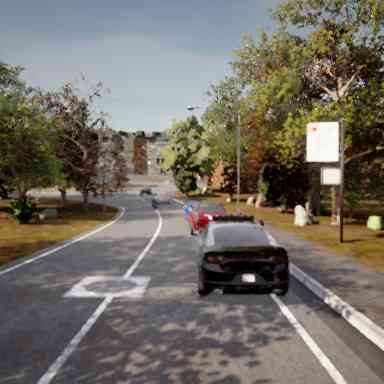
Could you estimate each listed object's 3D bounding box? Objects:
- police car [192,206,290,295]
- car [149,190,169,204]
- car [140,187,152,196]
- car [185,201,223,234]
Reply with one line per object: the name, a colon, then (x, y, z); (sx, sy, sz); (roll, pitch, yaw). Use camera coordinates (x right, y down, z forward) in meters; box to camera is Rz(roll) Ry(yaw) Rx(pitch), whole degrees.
police car: (1.063, 1.406, 8.825); (1.930, 1.638, 5.238); (0, 0, 0)
car: (-4.339, 0.850, 46.270); (1.812, 1.442, 4.674); (-1, 4, -15)
car: (-8.195, -0.187, 59.838); (1.837, 1.490, 4.892); (0, 5, -2)
car: (0.884, 1.300, 18.841); (2.097, 1.767, 4.553); (0, 0, -3)
